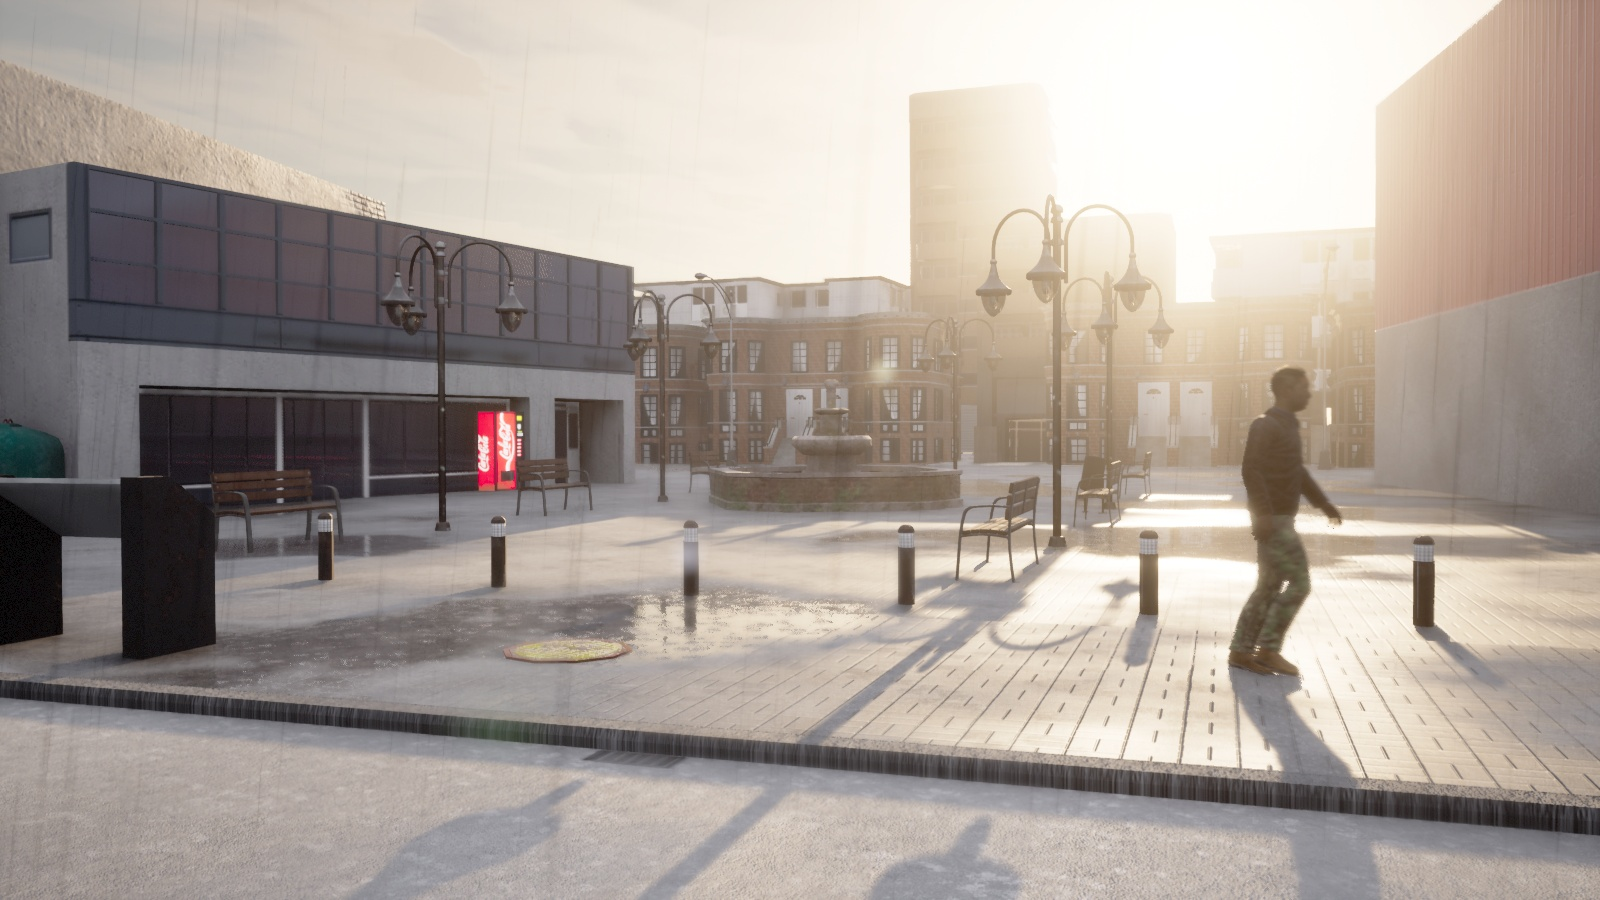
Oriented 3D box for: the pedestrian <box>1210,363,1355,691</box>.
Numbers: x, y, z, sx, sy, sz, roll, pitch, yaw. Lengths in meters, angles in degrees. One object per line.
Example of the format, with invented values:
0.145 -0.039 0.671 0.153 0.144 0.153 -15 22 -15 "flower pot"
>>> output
2.844 0.427 7.408 0.703 1.840 0.431 1 1 35 "pedestrian"
